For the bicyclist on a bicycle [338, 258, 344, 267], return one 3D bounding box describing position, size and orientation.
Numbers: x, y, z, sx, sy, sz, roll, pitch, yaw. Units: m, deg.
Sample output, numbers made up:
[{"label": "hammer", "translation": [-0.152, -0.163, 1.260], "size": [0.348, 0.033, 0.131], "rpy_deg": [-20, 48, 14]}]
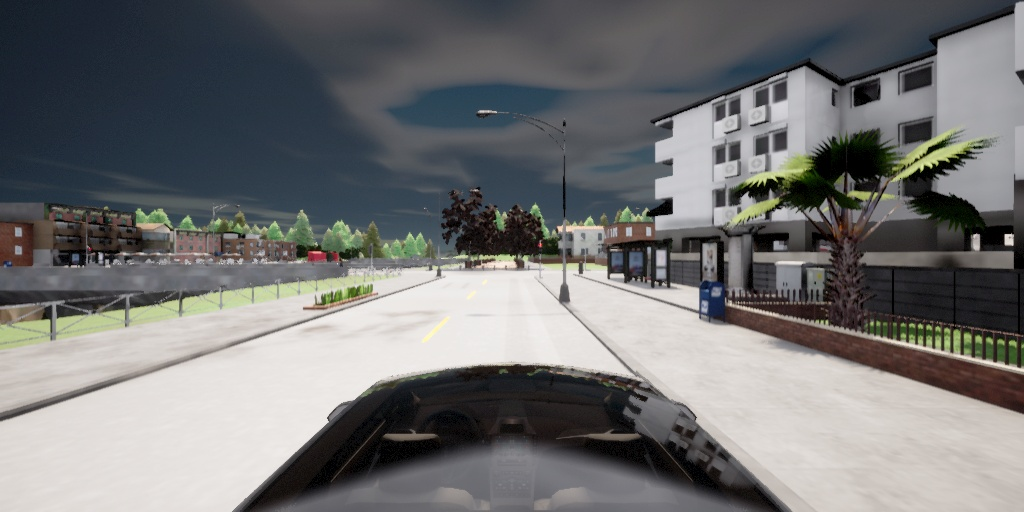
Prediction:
[{"label": "bicyclist on a bicycle", "translation": [-23.434, 1.074, 49.035], "size": [0.582, 1.620, 1.656], "rpy_deg": [0, 0, 0]}]
